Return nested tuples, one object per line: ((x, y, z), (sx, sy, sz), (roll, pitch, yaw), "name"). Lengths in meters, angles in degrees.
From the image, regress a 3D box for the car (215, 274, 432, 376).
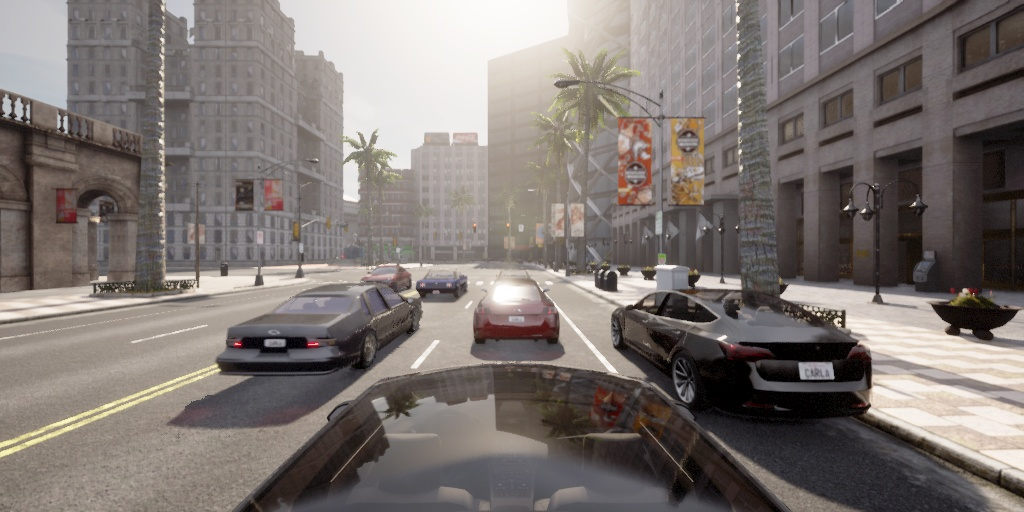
((-3.405, 1.295, 7.657), (2.033, 1.411, 5.357), (0, 0, 0), "car")

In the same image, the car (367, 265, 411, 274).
((-7.012, 1.274, 20.338), (1.812, 1.442, 4.674), (0, 0, 0), "car")

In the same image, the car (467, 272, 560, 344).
((0.096, 1.310, 9.610), (1.994, 1.385, 4.181), (0, 0, 0), "car")

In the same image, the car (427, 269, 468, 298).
((-3.410, 1.343, 18.374), (1.895, 1.301, 4.718), (0, 0, 0), "car")

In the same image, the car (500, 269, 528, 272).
((0.090, 1.343, 18.418), (1.895, 1.301, 4.718), (0, 0, 0), "car")
